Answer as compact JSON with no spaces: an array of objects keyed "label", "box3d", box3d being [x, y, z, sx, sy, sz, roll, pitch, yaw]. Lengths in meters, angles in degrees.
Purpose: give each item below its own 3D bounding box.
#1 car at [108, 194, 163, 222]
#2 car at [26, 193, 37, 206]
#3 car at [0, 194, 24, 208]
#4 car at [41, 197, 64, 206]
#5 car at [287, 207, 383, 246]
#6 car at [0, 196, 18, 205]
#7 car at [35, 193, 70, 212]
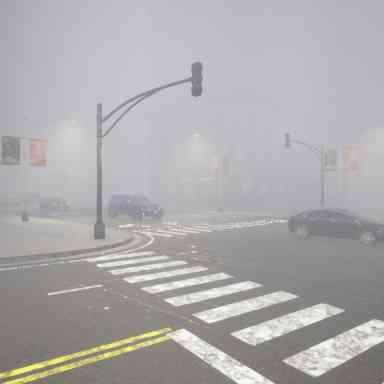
[{"label":"car","box3d":[-4.700,1.211,27.045,2.150,2.045,5.566,0,0,-45]},{"label":"car","box3d":[-26.077,1.199,53.379,5.566,2.045,2.150,0,0,45]},{"label":"car","box3d":[-26.808,1.452,49.335,1.882,1.535,5.008,0,0,-44]},{"label":"car","box3d":[-23.051,1.547,54.958,4.181,1.385,1.994,0,0,44]},{"label":"car","box3d":[6.874,1.507,15.444,1.837,1.490,4.892,0,0,-45]},{"label":"car","box3d":[-33.657,1.533,60.975,1.994,1.385,4.181,0,0,-45]},{"label":"car","box3d":[-15.816,1.336,38.211,2.097,1.767,4.553,0,0,-45]}]
